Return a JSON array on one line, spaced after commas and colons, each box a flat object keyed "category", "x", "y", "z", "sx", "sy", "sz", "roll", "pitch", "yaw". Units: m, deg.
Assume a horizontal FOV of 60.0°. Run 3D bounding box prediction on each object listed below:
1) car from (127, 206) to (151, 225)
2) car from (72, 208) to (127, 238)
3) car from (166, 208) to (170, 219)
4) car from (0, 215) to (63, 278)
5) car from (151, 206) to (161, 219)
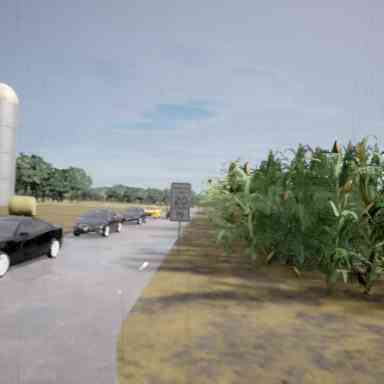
[{"category": "car", "x": -5.276, "y": 2.097, "z": 29.997, "sx": 1.837, "sy": 1.490, "sz": 4.892, "roll": 3, "pitch": -2, "yaw": 2}, {"category": "car", "x": -5.575, "y": 1.803, "z": 20.047, "sx": 1.837, "sy": 1.490, "sz": 4.892, "roll": 3, "pitch": -2, "yaw": 2}, {"category": "car", "x": -2.010, "y": 2.497, "z": 42.516, "sx": 2.097, "sy": 1.767, "sz": 4.553, "roll": 3, "pitch": -2, "yaw": 2}, {"category": "car", "x": -5.887, "y": 1.528, "z": 10.555, "sx": 1.882, "sy": 1.535, "sz": 5.008, "roll": 3, "pitch": -1, "yaw": 3}, {"category": "car", "x": -4.940, "y": 2.409, "z": 40.198, "sx": 1.882, "sy": 1.535, "sz": 5.008, "roll": 3, "pitch": -2, "yaw": 2}]
